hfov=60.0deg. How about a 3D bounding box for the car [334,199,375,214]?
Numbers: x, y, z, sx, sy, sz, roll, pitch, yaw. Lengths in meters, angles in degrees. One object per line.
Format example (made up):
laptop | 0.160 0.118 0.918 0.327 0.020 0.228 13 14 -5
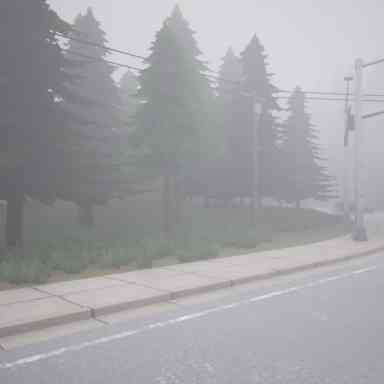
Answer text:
car | 16.969 1.504 34.895 1.837 1.490 4.892 0 0 -11
